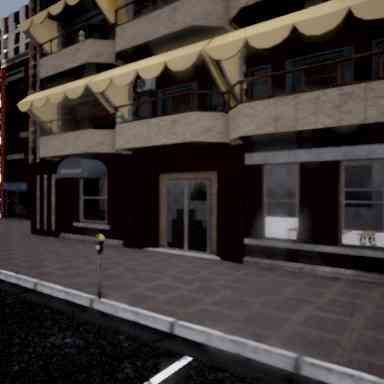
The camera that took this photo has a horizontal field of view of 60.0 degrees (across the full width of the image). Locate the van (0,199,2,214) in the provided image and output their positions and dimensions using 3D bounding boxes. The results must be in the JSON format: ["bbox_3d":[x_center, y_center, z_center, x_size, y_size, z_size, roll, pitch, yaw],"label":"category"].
[{"bbox_3d":[-21.747,1.624,35.885,1.690,1.788,3.998,-1,-2,35],"label":"van"}]
